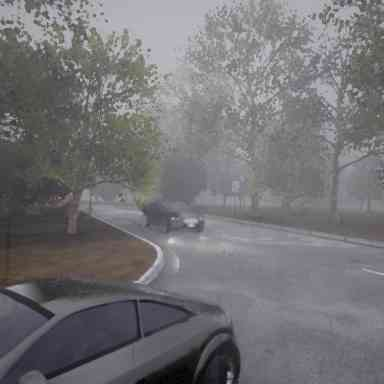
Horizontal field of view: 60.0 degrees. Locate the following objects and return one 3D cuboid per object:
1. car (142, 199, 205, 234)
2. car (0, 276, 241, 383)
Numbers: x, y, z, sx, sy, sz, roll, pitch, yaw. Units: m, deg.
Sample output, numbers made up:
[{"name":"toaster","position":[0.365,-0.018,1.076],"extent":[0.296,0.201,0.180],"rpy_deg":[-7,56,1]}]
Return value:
[{"name":"car","position":[-1.076,1.143,16.670],"extent":[2.128,1.511,4.902],"rpy_deg":[1,0,-26]},{"name":"car","position":[-1.352,1.560,2.887],"extent":[1.994,1.385,4.181],"rpy_deg":[0,0,41]}]
